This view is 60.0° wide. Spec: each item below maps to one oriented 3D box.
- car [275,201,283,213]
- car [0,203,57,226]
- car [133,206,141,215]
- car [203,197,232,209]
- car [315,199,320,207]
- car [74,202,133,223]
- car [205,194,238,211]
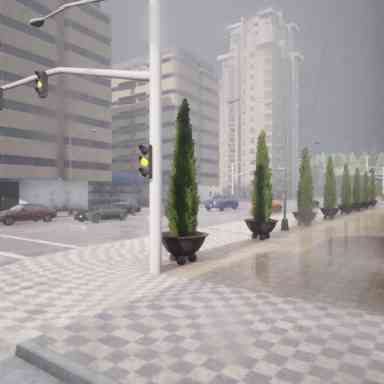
[{"bbox_3d":[7.929,1.407,35.101,2.097,1.767,4.553,0,0,35],"label":"car"},{"bbox_3d":[-12.318,1.581,24.559,1.812,1.442,4.674,0,0,35],"label":"car"},{"bbox_3d":[-7.167,1.656,32.060,1.895,1.301,4.718,0,0,35],"label":"car"},{"bbox_3d":[3.720,1.560,47.781,1.837,1.490,4.892,0,0,35],"label":"car"},{"bbox_3d":[17.278,1.533,48.686,1.882,1.535,5.008,0,0,35],"label":"car"},{"bbox_3d":[-7.047,1.619,26.072,1.994,1.385,4.181,0,0,35],"label":"car"},{"bbox_3d":[3.806,1.277,41.774,2.150,2.045,5.566,0,0,35],"label":"car"}]
